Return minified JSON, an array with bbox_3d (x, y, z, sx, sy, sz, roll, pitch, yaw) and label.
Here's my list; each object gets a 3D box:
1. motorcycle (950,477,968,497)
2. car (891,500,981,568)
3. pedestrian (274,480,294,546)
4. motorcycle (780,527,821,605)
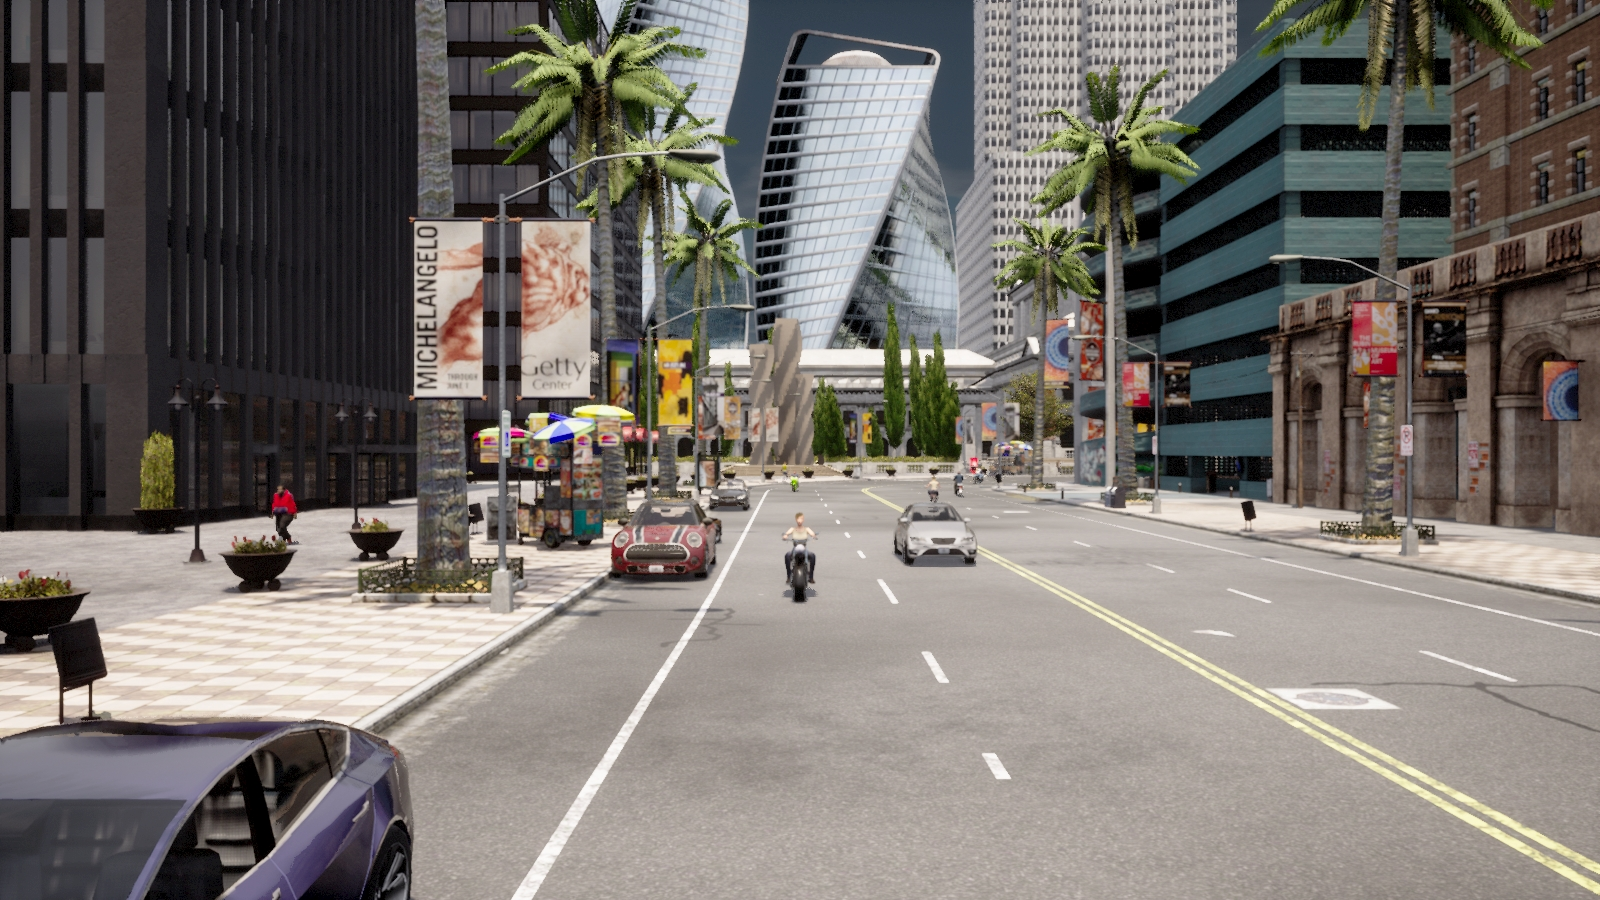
[{"bbox_3d":[9.999,2.323,71.967,0.856,1.236,1.805,0,0,0],"label":"motorcycle"},{"bbox_3d":[3.452,2.126,29.687,1.816,1.474,4.193,0,0,-1],"label":"car"},{"bbox_3d":[-14.697,1.777,32.532,0.375,1.860,0.375,0,0,11],"label":"pedestrian"},{"bbox_3d":[0.006,2.216,22.176,0.764,1.277,2.356,0,0,0],"label":"motorcycle"}]
